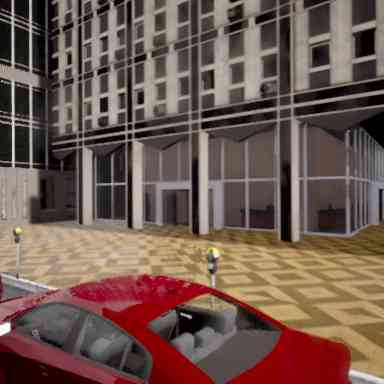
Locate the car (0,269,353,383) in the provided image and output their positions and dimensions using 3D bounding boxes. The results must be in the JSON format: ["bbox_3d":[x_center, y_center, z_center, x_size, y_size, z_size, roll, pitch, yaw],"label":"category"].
[{"bbox_3d":[-0.783,1.562,3.427,4.507,1.381,1.887,0,0,35],"label":"car"}]
